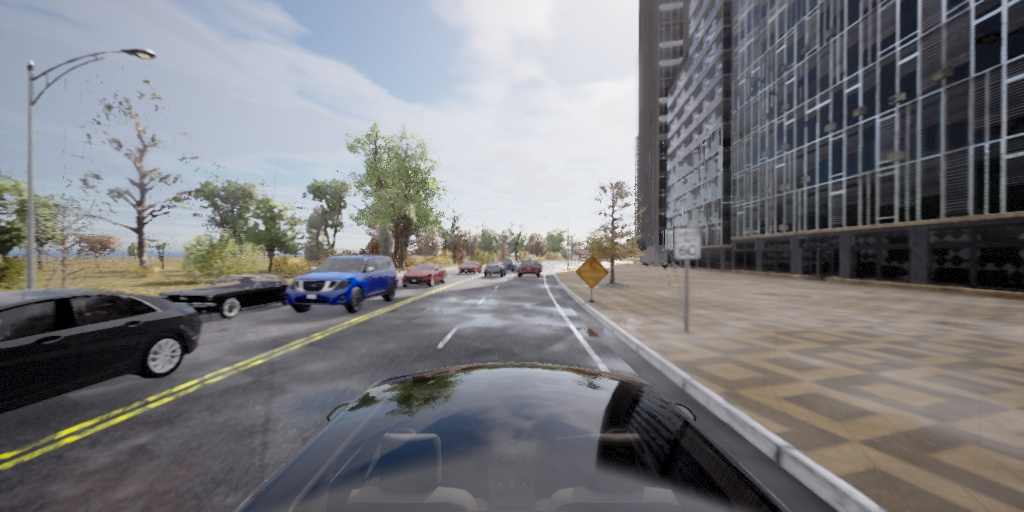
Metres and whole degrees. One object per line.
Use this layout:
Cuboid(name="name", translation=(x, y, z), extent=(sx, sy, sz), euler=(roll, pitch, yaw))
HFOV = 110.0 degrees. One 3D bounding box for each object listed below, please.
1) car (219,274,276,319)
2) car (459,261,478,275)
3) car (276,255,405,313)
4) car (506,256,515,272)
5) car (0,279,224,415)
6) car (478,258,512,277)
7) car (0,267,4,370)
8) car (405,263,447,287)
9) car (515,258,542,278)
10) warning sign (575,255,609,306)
Cuboid(name="car", translation=(-9.651, 1.324, 12.844), extent=(1.895, 1.301, 4.718), euler=(0, 0, 2))
Cuboid(name="car", translation=(-4.542, 1.260, 39.867), extent=(1.882, 1.535, 5.008), euler=(0, 0, 6))
Cuboid(name="car", translation=(-6.363, 0.960, 14.300), extent=(2.150, 2.045, 5.566), euler=(0, 0, 2))
Cuboid(name="car", translation=(-0.459, 1.157, 46.735), extent=(2.097, 1.767, 4.553), euler=(0, 0, 8))
Cuboid(name="car", translation=(-6.555, 1.231, 4.466), extent=(1.837, 1.490, 4.892), euler=(0, 0, 1))
Cuboid(name="car", translation=(-1.574, 1.278, 35.283), extent=(2.128, 1.511, 4.902), euler=(0, 0, 5))
Cuboid(name="car", translation=(-9.807, 1.064, 3.895), extent=(2.097, 1.767, 4.553), euler=(0, 0, 1))
Cuboid(name="car", translation=(-5.849, 1.231, 24.529), extent=(1.882, 1.535, 5.008), euler=(0, 0, 4))
Cuboid(name="car", translation=(1.730, 1.153, 35.629), extent=(2.097, 1.767, 4.553), euler=(0, 0, 5))
Cuboid(name="warning sign", translation=(3.030, 0.893, 13.653), extent=(1.300, 1.860, 1.060), euler=(0, 0, 2))
